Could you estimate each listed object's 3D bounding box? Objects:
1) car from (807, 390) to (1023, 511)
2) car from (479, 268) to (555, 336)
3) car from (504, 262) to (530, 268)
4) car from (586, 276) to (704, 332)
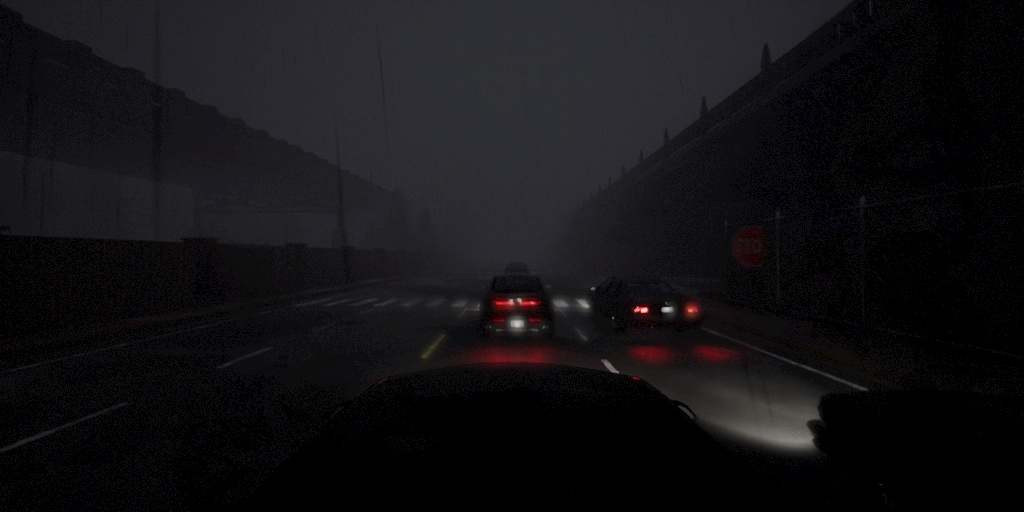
[{"bbox_3d":[3.595,1.297,0.770,2.033,1.411,5.357,0,0,1],"label":"car"},{"bbox_3d":[0.124,1.256,10.378,1.837,1.490,4.892,0,0,0],"label":"car"},{"bbox_3d":[0.415,1.231,28.277,1.882,1.535,5.008,0,0,2],"label":"car"},{"bbox_3d":[3.625,1.299,10.842,2.033,1.411,5.357,0,0,0],"label":"car"}]
